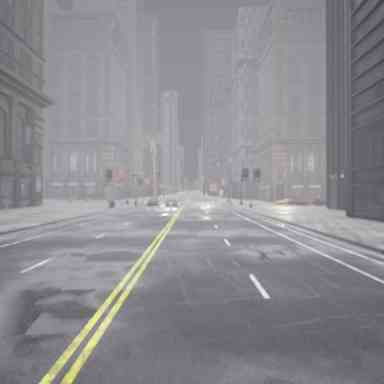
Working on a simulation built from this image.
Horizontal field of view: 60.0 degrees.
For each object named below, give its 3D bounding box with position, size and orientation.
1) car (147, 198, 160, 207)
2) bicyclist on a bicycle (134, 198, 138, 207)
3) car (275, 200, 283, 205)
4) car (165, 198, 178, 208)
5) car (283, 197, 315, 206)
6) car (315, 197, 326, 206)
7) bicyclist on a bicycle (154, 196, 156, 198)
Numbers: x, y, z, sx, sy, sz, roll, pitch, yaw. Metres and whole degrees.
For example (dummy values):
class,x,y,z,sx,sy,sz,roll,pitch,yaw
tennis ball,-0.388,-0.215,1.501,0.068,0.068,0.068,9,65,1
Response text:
class,x,y,z,sx,sy,sz,roll,pitch,yaw
car,-6.486,1.802,56.569,2.033,1.411,5.357,0,0,0
bicyclist on a bicycle,-8.728,1.712,51.385,0.866,1.612,1.509,0,0,0
car,20.627,2.151,73.096,4.829,1.417,1.752,1,-1,0
car,-3.267,1.736,53.731,2.128,1.511,4.902,0,0,1
car,20.763,2.114,64.568,4.507,1.381,1.887,1,-1,0
car,25.853,1.953,64.552,5.009,1.841,2.192,1,-1,0
bicyclist on a bicycle,-8.714,1.717,78.401,0.659,1.776,1.843,0,-1,0
